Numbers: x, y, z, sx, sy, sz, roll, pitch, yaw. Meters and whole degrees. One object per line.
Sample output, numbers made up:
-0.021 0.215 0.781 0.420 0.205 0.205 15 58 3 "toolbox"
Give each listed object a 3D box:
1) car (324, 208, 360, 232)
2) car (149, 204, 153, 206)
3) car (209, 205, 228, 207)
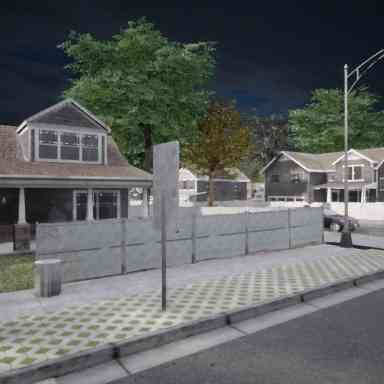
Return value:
8.279 1.727 21.443 1.812 1.442 4.674 0 -1 -36 "car"
-4.503 2.123 39.207 1.994 1.385 4.181 0 -1 -36 "car"
2.510 1.891 29.450 1.812 1.442 4.674 0 -1 -35 "car"
